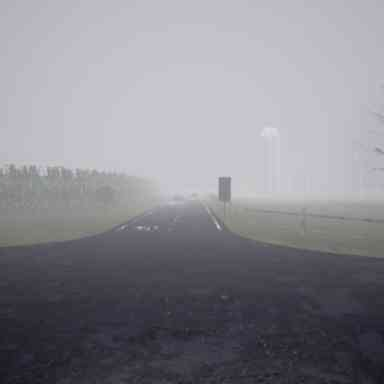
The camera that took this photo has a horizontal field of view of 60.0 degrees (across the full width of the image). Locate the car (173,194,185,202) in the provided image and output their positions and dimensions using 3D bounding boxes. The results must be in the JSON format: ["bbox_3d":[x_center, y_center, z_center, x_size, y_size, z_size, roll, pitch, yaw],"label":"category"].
[{"bbox_3d":[-2.268,0.957,57.745,1.895,1.301,4.718,0,1,0],"label":"car"}]

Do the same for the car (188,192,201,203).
[{"bbox_3d":[0.445,0.881,53.153,1.882,1.535,5.008,0,1,0],"label":"car"}]

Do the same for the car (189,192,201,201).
[{"bbox_3d":[0.529,0.788,63.572,2.128,1.511,4.902,0,1,0],"label":"car"}]
